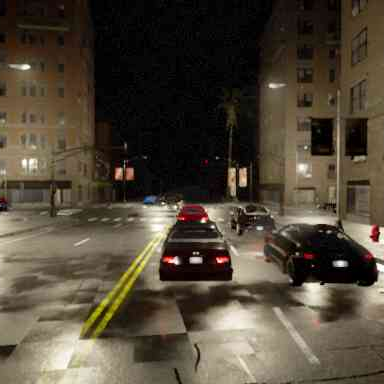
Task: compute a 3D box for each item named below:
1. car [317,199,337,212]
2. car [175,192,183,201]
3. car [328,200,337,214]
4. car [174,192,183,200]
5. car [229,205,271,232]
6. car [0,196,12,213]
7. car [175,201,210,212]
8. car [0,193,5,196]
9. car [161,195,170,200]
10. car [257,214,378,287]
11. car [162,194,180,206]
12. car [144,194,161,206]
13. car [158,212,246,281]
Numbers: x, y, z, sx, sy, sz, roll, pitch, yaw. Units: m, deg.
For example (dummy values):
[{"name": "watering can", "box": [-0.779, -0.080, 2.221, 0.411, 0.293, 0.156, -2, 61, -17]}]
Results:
[{"name": "car", "box": [17.068, 1.561, 38.653, 4.902, 1.511, 2.128, 0, 1, 0]}, {"name": "car", "box": [-3.349, 1.377, 69.703, 1.882, 1.535, 5.008, 0, 0, 0]}, {"name": "car", "box": [16.167, 1.721, 32.708, 4.313, 1.339, 1.947, 0, 0, 0]}, {"name": "car", "box": [-3.370, 0.989, 84.889, 2.150, 2.045, 5.566, 0, 0, 0]}, {"name": "car", "box": [3.224, 1.479, 18.244, 1.837, 1.490, 4.892, 0, 0, 0]}, {"name": "car", "box": [-20.409, 1.358, 32.842, 4.674, 1.442, 1.812, 1, 1, -8]}, {"name": "car", "box": [0.073, 1.498, 19.298, 1.812, 1.442, 4.674, 0, 0, 0]}, {"name": "car", "box": [-23.941, 1.038, 38.146, 5.009, 1.841, 2.192, 0, 0, -9]}, {"name": "car", "box": [-6.618, 1.366, 83.589, 1.994, 1.385, 4.181, 0, 0, 0]}, {"name": "car", "box": [3.296, 1.550, 9.331, 1.994, 1.385, 4.181, 0, 0, 1]}, {"name": "car", "box": [-3.407, 1.431, 54.298, 1.837, 1.490, 4.892, 0, 0, 0]}, {"name": "car", "box": [-6.661, 1.403, 54.078, 1.882, 1.535, 5.008, 0, 0, 0]}, {"name": "car", "box": [0.078, 1.533, 9.771, 2.033, 1.411, 5.357, 0, 0, 0]}]
